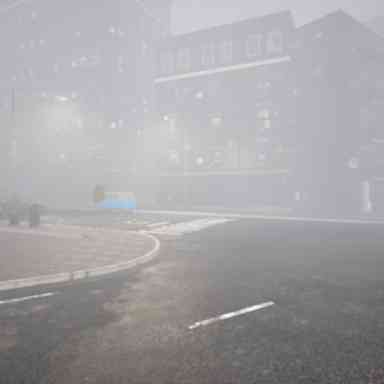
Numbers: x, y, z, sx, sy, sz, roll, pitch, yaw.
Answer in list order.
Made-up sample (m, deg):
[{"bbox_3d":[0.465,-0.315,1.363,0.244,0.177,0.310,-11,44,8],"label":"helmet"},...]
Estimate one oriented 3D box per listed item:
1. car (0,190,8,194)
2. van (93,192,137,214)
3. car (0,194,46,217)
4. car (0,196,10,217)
[{"bbox_3d":[-22.027,0.619,36.046,5.009,1.841,2.192,1,0,25],"label":"car"},{"bbox_3d":[-6.702,0.899,28.935,3.998,1.788,1.690,1,0,25],"label":"van"},{"bbox_3d":[-13.304,1.098,25.599,4.181,1.385,1.994,1,1,25],"label":"car"},{"bbox_3d":[-15.435,1.119,23.746,4.206,1.307,1.802,1,0,25],"label":"car"}]
